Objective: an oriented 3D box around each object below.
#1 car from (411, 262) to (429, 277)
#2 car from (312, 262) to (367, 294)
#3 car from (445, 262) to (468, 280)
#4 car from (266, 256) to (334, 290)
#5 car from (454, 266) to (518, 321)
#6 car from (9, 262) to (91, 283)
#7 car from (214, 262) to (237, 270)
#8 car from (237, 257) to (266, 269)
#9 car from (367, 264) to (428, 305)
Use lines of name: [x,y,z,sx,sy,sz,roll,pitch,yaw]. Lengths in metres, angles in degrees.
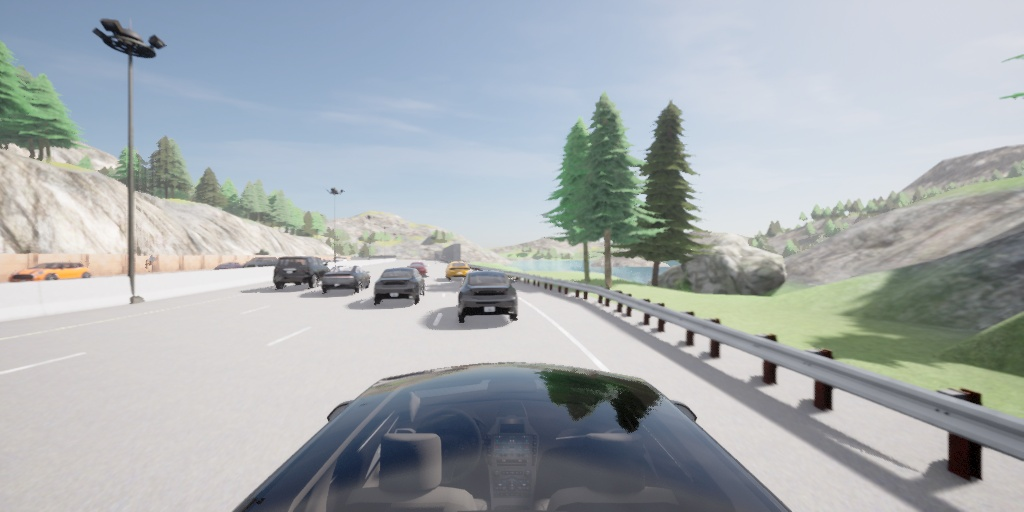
car: [-9.226,1.324,35.052,1.812,1.442,4.674,0,0,-14]
car: [-9.455,1.289,20.706,2.128,1.511,4.902,0,0,-12]
car: [-4.856,1.255,31.880,1.882,1.535,5.008,0,0,-13]
car: [-13.673,1.039,23.668,2.150,2.045,5.566,0,0,-13]
car: [-0.927,1.261,12.527,1.837,1.490,4.892,0,0,-7]
car: [-36.672,1.281,28.623,2.097,1.767,4.553,0,0,-14]
car: [-32.676,1.475,41.771,1.994,1.385,4.181,0,0,-14]
car: [-29.035,1.118,41.607,2.150,2.045,5.566,0,0,-14]
car: [-5.072,1.281,16.538,1.837,1.490,4.892,0,0,-10]
